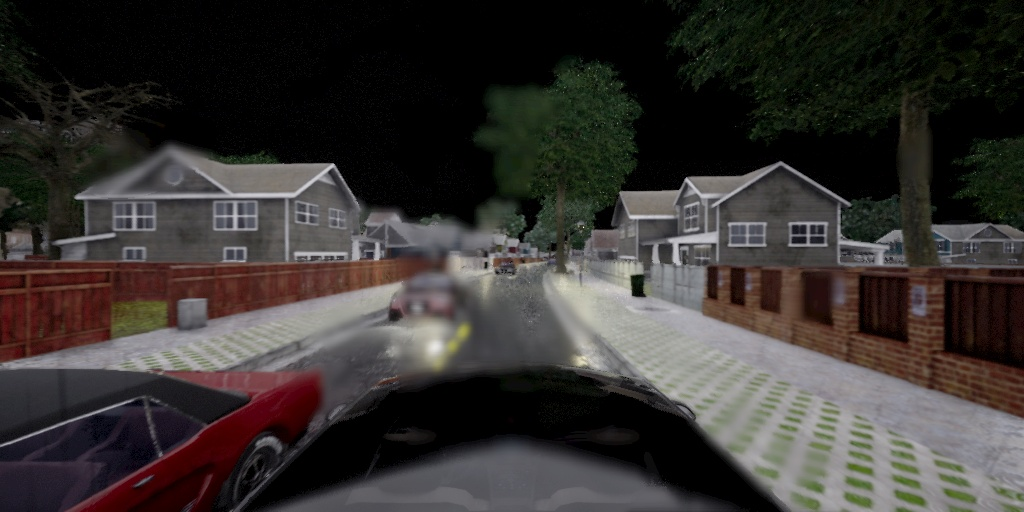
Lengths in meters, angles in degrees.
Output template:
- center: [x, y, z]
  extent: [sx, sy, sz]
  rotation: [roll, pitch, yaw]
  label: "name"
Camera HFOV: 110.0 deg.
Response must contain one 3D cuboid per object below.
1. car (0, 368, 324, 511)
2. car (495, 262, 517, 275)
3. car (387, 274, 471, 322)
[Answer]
- center: [-2.818, 1.347, 1.355]
  extent: [1.895, 1.301, 4.718]
  rotation: [0, 0, 0]
  label: "car"
- center: [-0.610, 1.382, 39.077]
  extent: [1.994, 1.385, 4.181]
  rotation: [0, 0, 6]
  label: "car"
- center: [-2.608, 1.308, 12.163]
  extent: [1.994, 1.385, 4.181]
  rotation: [0, 0, 2]
  label: "car"
